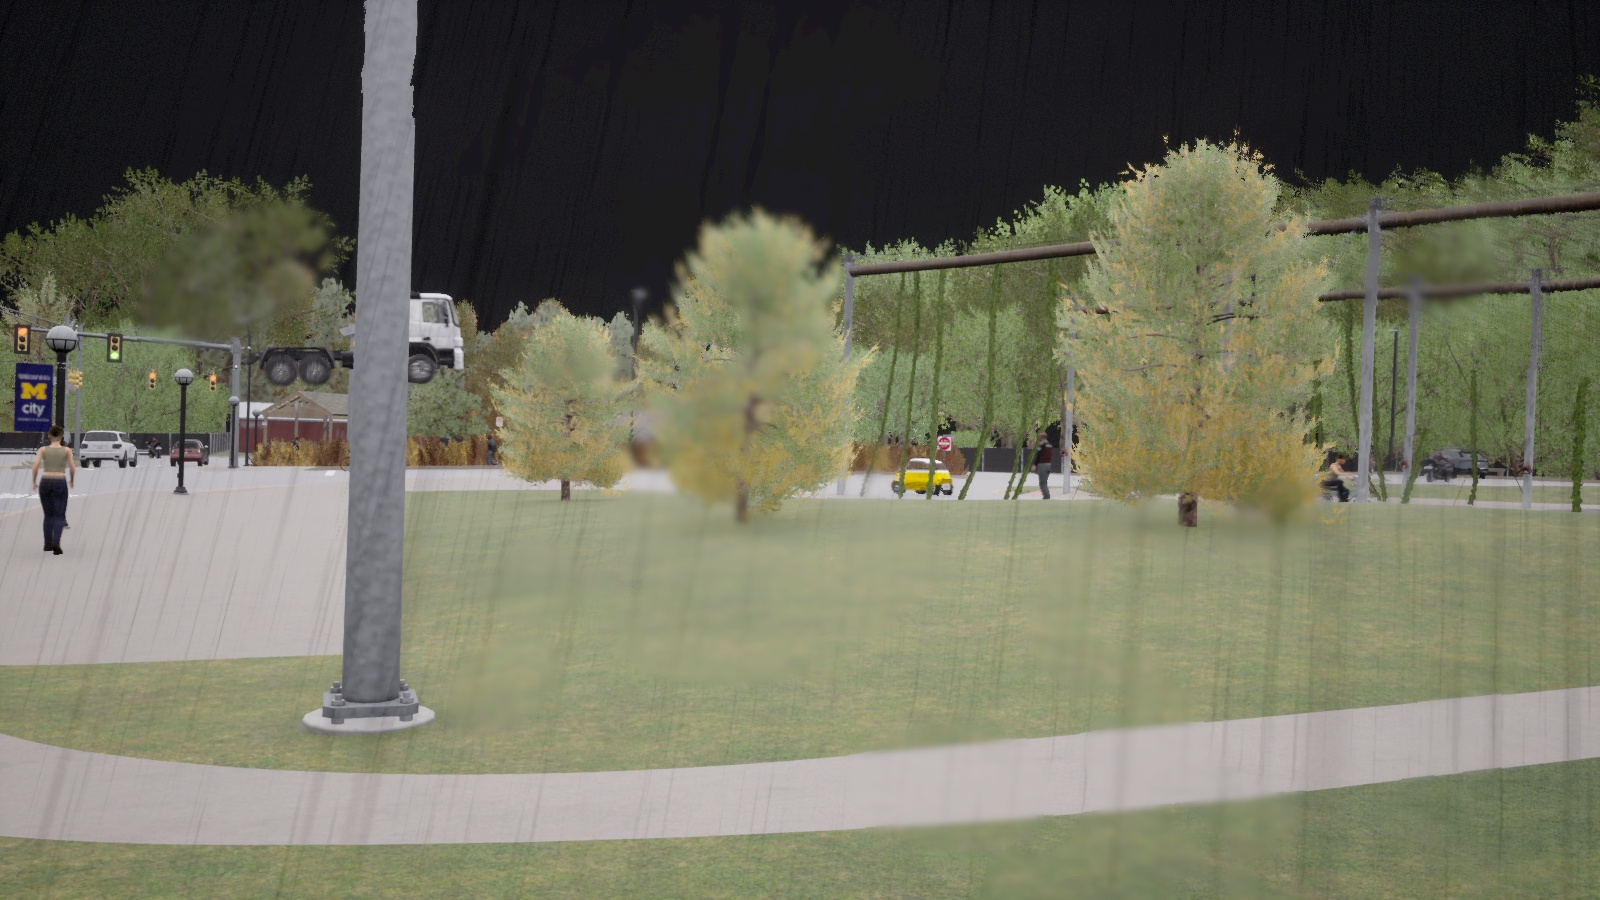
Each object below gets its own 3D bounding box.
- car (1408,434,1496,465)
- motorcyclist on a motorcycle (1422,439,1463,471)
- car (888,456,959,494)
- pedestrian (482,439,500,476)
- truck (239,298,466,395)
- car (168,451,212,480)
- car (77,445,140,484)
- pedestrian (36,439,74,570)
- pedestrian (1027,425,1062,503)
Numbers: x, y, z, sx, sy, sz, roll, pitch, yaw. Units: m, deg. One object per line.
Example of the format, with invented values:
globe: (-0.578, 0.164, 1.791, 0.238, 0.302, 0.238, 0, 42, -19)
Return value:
car: (36.215, -0.029, 69.956, 2.033, 1.649, 4.856, 0, 0, -5)
motorcyclist on a motorcycle: (31.171, 0.236, 60.956, 2.191, 1.530, 0.866, -1, 0, -37)
car: (4.624, 0.899, 46.928, 1.481, 1.376, 2.207, 0, 0, -44)
pedestrian: (-15.702, 0.384, 63.793, 0.849, 1.883, 0.563, 1, 0, -13)
truck: (-17.348, -4.056, 48.917, 7.936, 3.462, 2.891, -3, 4, -22)
car: (-36.865, 0.901, 75.985, 1.851, 1.617, 3.988, -1, 1, -19)
car: (-38.541, 0.799, 70.136, 2.150, 2.045, 5.566, -1, 0, -19)
pedestrian: (-10.662, 0.769, 17.987, 0.345, 1.836, 0.594, 1, 0, -20)
pedestrian: (5.935, 0.332, 30.536, 0.720, 1.854, 0.376, 1, 1, 44)
